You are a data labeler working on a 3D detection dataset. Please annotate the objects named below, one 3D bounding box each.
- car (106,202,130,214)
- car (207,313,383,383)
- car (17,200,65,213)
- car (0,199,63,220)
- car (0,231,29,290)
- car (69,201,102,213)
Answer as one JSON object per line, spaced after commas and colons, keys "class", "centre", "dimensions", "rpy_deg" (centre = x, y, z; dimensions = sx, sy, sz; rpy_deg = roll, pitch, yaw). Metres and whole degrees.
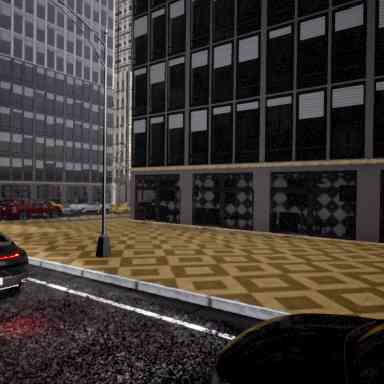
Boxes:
{"class": "car", "centre": [-7.351, 1.830, 38.865], "dimensions": [1.752, 1.417, 4.829], "rpy_deg": [1, 0, 37]}
{"class": "car", "centre": [2.351, 1.505, 1.998], "dimensions": [4.892, 1.490, 1.837], "rpy_deg": [0, 0, 36]}
{"class": "car", "centre": [-17.645, 1.643, 39.065], "dimensions": [1.752, 1.417, 4.829], "rpy_deg": [1, 0, 37]}
{"class": "car", "centre": [-14.181, 1.519, 29.677], "dimensions": [2.192, 1.841, 5.009], "rpy_deg": [1, 0, 37]}
{"class": "car", "centre": [-5.748, 1.500, 7.814], "dimensions": [4.892, 1.490, 1.837], "rpy_deg": [0, 0, 36]}
{"class": "car", "centre": [-12.739, 1.802, 41.308], "dimensions": [1.895, 1.301, 4.718], "rpy_deg": [1, 0, 37]}
